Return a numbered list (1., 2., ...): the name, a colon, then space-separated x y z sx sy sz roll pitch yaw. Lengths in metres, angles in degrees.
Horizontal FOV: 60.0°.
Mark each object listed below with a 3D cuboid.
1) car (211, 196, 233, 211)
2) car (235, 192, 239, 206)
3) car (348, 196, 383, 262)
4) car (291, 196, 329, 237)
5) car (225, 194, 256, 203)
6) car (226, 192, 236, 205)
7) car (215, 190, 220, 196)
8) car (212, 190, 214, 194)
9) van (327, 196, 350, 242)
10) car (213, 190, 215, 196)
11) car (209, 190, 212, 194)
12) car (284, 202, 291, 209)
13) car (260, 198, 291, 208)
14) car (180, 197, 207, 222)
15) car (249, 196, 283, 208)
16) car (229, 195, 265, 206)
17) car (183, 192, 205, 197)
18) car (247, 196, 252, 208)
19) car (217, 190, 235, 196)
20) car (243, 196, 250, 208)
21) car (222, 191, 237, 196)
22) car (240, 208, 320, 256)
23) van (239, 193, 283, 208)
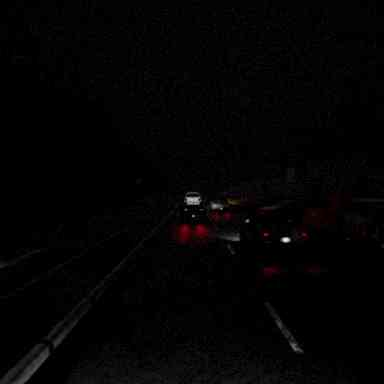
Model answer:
1. car: 3.103 1.434 37.341 1.895 1.301 4.718 0 1 0
2. car: 8.046 1.161 40.154 4.553 1.767 2.185 0 1 -20
3. car: 8.050 1.227 10.303 5.566 2.045 2.435 1 0 -20
4. car: 8.101 1.221 16.299 5.566 2.045 2.435 1 0 -20
5. car: 8.070 1.100 55.079 4.674 1.452 2.002 0 1 -20
6. car: 7.900 1.193 46.065 5.366 1.575 1.946 0 1 -20
7. car: 8.105 0.656 67.017 5.566 2.045 2.435 1 0 -20
8. car: 8.102 0.819 78.947 4.792 1.488 2.163 1 0 -20
9. van: 7.966 1.248 13.256 4.442 1.987 1.878 1 0 -20
10. car: 8.250 0.815 76.017 5.366 1.575 1.946 1 0 -20
11. car: 7.905 0.731 84.832 5.366 1.575 1.946 1 1 -20
12. car: 8.068 1.503 19.271 4.674 1.452 2.002 1 0 -20
13. car: 8.045 1.466 25.228 4.792 1.488 2.163 1 1 -20
14. car: 0.102 1.436 25.439 2.128 1.511 4.902 0 0 0
15. car: 7.900 1.411 28.155 5.366 1.575 1.946 1 1 -20
16. car: 8.100 1.180 49.127 4.792 1.488 2.163 0 1 -20
17. car: 0.106 0.992 42.023 2.150 2.045 5.566 0 1 0
18. car: 8.099 1.423 31.224 4.792 1.488 2.163 1 0 -20
19. car: 8.085 0.943 64.019 4.892 1.521 2.231 1 1 -20
20. car: 8.068 1.400 34.197 4.674 1.452 2.002 1 0 -20
21. car: 7.901 1.099 52.030 5.366 1.575 1.946 0 1 -20
22. car: 3.101 1.550 12.993 1.994 1.385 4.181 0 0 0
23. van: 7.968 1.101 37.126 4.442 1.987 1.878 0 1 -20
